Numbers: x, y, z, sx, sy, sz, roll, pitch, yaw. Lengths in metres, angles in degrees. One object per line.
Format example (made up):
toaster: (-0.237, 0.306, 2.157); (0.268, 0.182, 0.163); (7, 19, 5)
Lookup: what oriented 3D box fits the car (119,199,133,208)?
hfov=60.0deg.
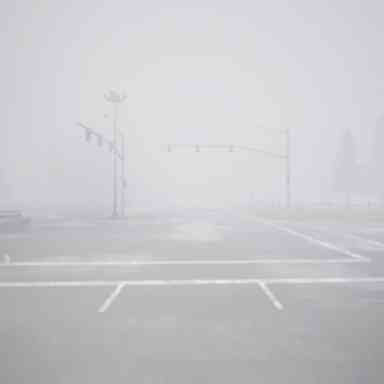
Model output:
car: (-11.481, 1.988, 58.055); (2.128, 1.511, 4.902); (0, 0, 0)

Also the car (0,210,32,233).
car: (-11.494, 1.762, 19.708); (1.895, 1.301, 4.718); (0, 0, 0)

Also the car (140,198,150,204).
car: (-11.314, 2.163, 80.429); (2.033, 1.411, 5.357); (0, 0, 1)
